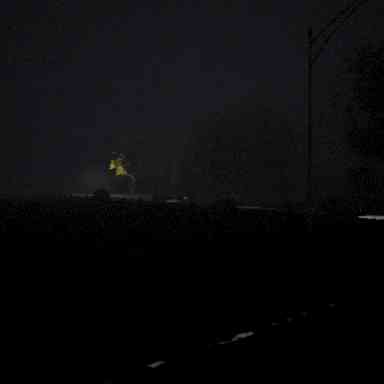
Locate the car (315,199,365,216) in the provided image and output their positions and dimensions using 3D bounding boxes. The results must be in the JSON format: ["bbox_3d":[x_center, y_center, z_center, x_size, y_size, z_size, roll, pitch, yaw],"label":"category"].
[{"bbox_3d":[13.285,1.321,30.037,1.994,1.385,4.181,0,1,-33],"label":"car"}]

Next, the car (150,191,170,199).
[{"bbox_3d":[-6.285,0.618,65.249,1.837,1.490,4.892,0,1,-33],"label":"car"}]

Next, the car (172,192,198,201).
[{"bbox_3d":[-0.883,0.763,57.066,2.128,1.511,4.902,0,1,-33],"label":"car"}]

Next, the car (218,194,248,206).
[{"bbox_3d":[5.151,1.051,42.505,1.812,1.442,4.674,0,1,-33],"label":"car"}]

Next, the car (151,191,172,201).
[{"bbox_3d":[-5.402,0.781,58.861,2.033,1.411,5.357,0,1,-33],"label":"car"}]

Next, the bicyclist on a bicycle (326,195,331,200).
[{"bbox_3d":[15.475,1.124,37.615,1.656,1.620,0.582,0,1,-33],"label":"bicyclist on a bicycle"}]
